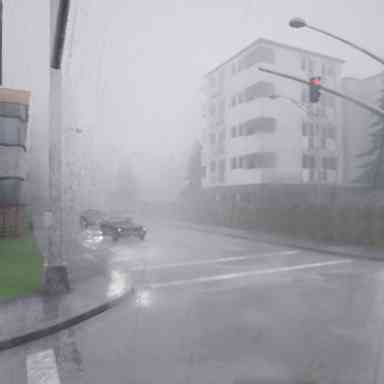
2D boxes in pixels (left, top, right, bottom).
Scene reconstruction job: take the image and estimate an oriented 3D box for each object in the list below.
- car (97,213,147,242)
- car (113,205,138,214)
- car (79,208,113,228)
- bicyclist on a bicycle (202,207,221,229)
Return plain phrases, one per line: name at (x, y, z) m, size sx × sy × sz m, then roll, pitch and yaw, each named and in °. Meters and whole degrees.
car at (-4.349, 2.247, 20.739) m, size 1.895 × 1.301 × 4.718 m, roll 0°, pitch -1°, yaw -27°
car at (-9.918, 2.637, 49.398) m, size 2.097 × 1.767 × 4.553 m, roll -1°, pitch -1°, yaw 27°
car at (-8.904, 2.358, 29.788) m, size 2.128 × 1.511 × 4.902 m, roll 0°, pitch -1°, yaw -27°
bicyclist on a bicycle at (1.507, 2.012, 25.739) m, size 1.656 × 1.620 × 0.582 m, roll 0°, pitch -1°, yaw -27°
